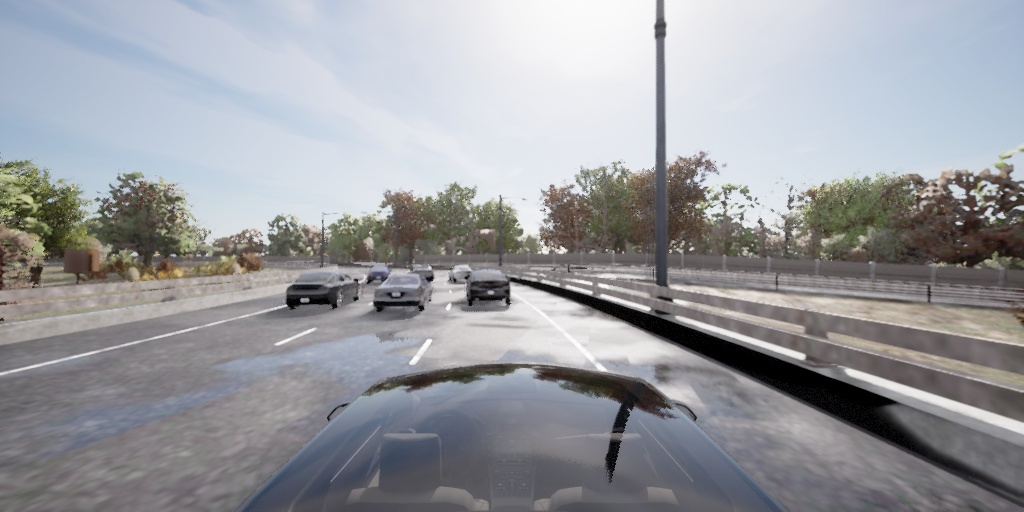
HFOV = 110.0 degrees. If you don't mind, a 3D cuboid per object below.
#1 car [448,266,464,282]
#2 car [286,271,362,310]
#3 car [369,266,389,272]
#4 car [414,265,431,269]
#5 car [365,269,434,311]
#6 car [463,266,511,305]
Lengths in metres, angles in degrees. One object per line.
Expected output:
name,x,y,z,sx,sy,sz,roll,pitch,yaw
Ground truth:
car,-4.640,1.596,32.872,1.812,1.442,4.674,0,0,-17
car,-8.073,1.408,15.769,1.837,1.490,4.892,0,0,-8
car,-11.397,1.585,31.044,1.812,1.442,4.674,0,0,-17
car,-7.905,1.554,31.579,2.128,1.511,4.902,0,0,-16
car,-4.453,1.440,15.239,2.033,1.411,5.357,0,-1,-8
car,-1.240,1.387,17.375,1.882,1.535,5.008,0,0,-8
